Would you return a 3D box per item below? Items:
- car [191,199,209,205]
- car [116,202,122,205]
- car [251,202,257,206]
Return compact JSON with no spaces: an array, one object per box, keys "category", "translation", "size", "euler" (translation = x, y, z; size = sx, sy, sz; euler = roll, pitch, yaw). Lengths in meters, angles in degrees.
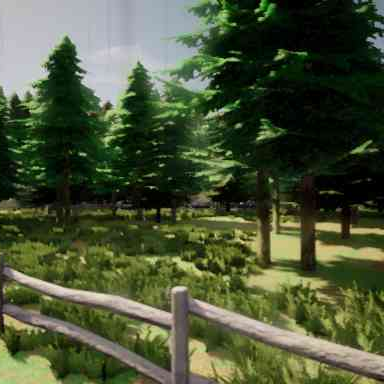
[{"category":"car","translation":[1.106,1.780,46.190],"size":[4.892,1.490,1.837],"euler":[0,0,-3]},{"category":"car","translation":[-7.633,1.818,41.995],"size":[4.892,1.490,1.837],"euler":[-1,0,-10]},{"category":"car","translation":[6.986,1.713,43.055],"size":[4.892,1.490,1.837],"euler":[-1,0,2]}]
